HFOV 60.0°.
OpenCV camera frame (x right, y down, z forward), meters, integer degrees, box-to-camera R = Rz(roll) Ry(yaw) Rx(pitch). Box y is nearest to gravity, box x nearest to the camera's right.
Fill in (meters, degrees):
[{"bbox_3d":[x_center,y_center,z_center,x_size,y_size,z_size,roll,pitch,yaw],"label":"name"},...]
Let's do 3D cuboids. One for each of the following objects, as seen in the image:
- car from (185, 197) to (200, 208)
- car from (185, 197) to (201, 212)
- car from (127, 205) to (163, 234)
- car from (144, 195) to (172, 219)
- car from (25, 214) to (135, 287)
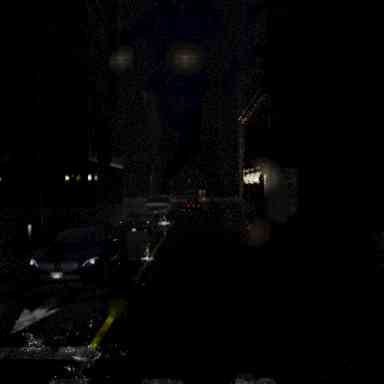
[{"bbox_3d":[0.100,1.564,50.915,2.128,1.511,4.902,-1,0,0],"label":"car"},{"bbox_3d":[0.175,1.617,40.592,2.033,1.411,5.357,-1,0,0],"label":"car"},{"bbox_3d":[-3.065,1.695,19.808,1.895,1.301,4.718,-1,0,0],"label":"car"},{"bbox_3d":[-3.043,1.317,30.398,2.150,2.045,5.566,-1,0,0],"label":"car"},{"bbox_3d":[-3.071,1.619,9.847,1.812,1.442,4.674,-1,0,0],"label":"car"}]
